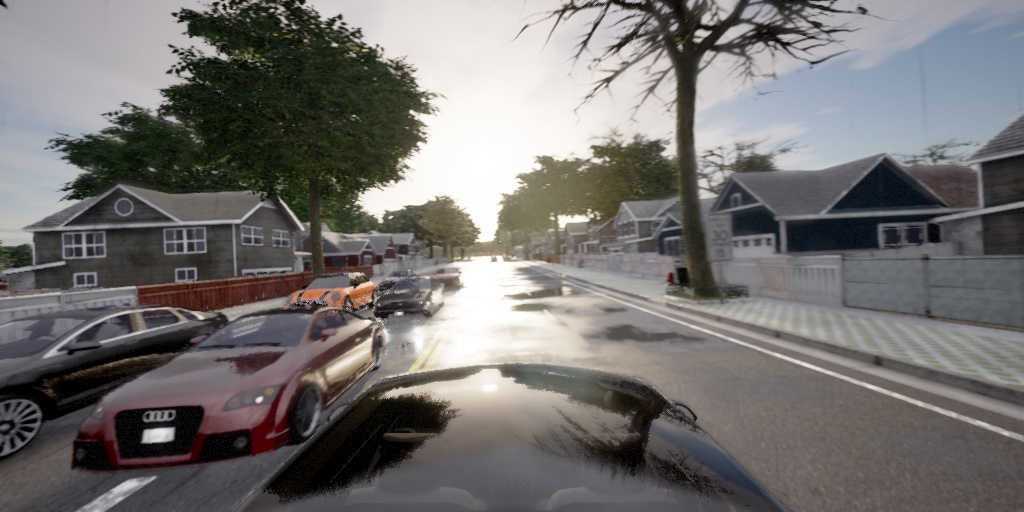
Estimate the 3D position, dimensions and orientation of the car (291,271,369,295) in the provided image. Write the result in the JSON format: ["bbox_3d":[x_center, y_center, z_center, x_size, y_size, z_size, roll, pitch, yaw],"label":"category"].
[{"bbox_3d":[-7.125,1.493,14.534,2.097,1.767,4.553,-3,0,-3],"label":"car"}]

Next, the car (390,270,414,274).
[{"bbox_3d":[-7.665,1.677,25.130,2.033,1.411,5.357,-3,0,-3],"label":"car"}]

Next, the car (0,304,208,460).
[{"bbox_3d":[-6.651,1.579,5.458,2.128,1.511,4.902,-3,0,-3],"label":"car"}]

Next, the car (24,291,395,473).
[{"bbox_3d":[-3.388,1.496,5.319,1.994,1.385,4.181,-3,0,-3],"label":"car"}]

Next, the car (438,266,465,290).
[{"bbox_3d":[-4.405,1.456,24.957,1.882,1.535,5.008,-3,0,-3],"label":"car"}]

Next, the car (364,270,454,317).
[{"bbox_3d":[-3.864,1.534,14.548,2.033,1.411,5.357,-3,0,-3],"label":"car"}]
